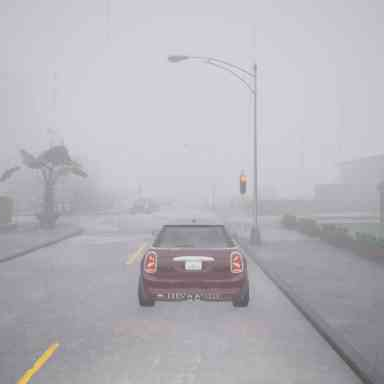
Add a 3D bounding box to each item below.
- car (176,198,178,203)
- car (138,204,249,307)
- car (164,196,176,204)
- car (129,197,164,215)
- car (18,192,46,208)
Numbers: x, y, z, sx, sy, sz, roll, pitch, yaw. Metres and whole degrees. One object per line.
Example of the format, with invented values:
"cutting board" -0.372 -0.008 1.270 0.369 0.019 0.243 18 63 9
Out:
"car" -3.960 1.564 67.239 1.994 1.385 4.181 0 0 0
"car" 0.050 1.352 8.139 2.097 1.767 4.553 0 0 1
"car" -4.055 1.547 51.681 2.033 1.411 5.357 0 0 0
"car" -4.754 1.351 33.842 2.097 1.767 4.553 0 0 11
"car" -19.729 0.985 42.014 1.905 1.878 3.866 0 0 35
